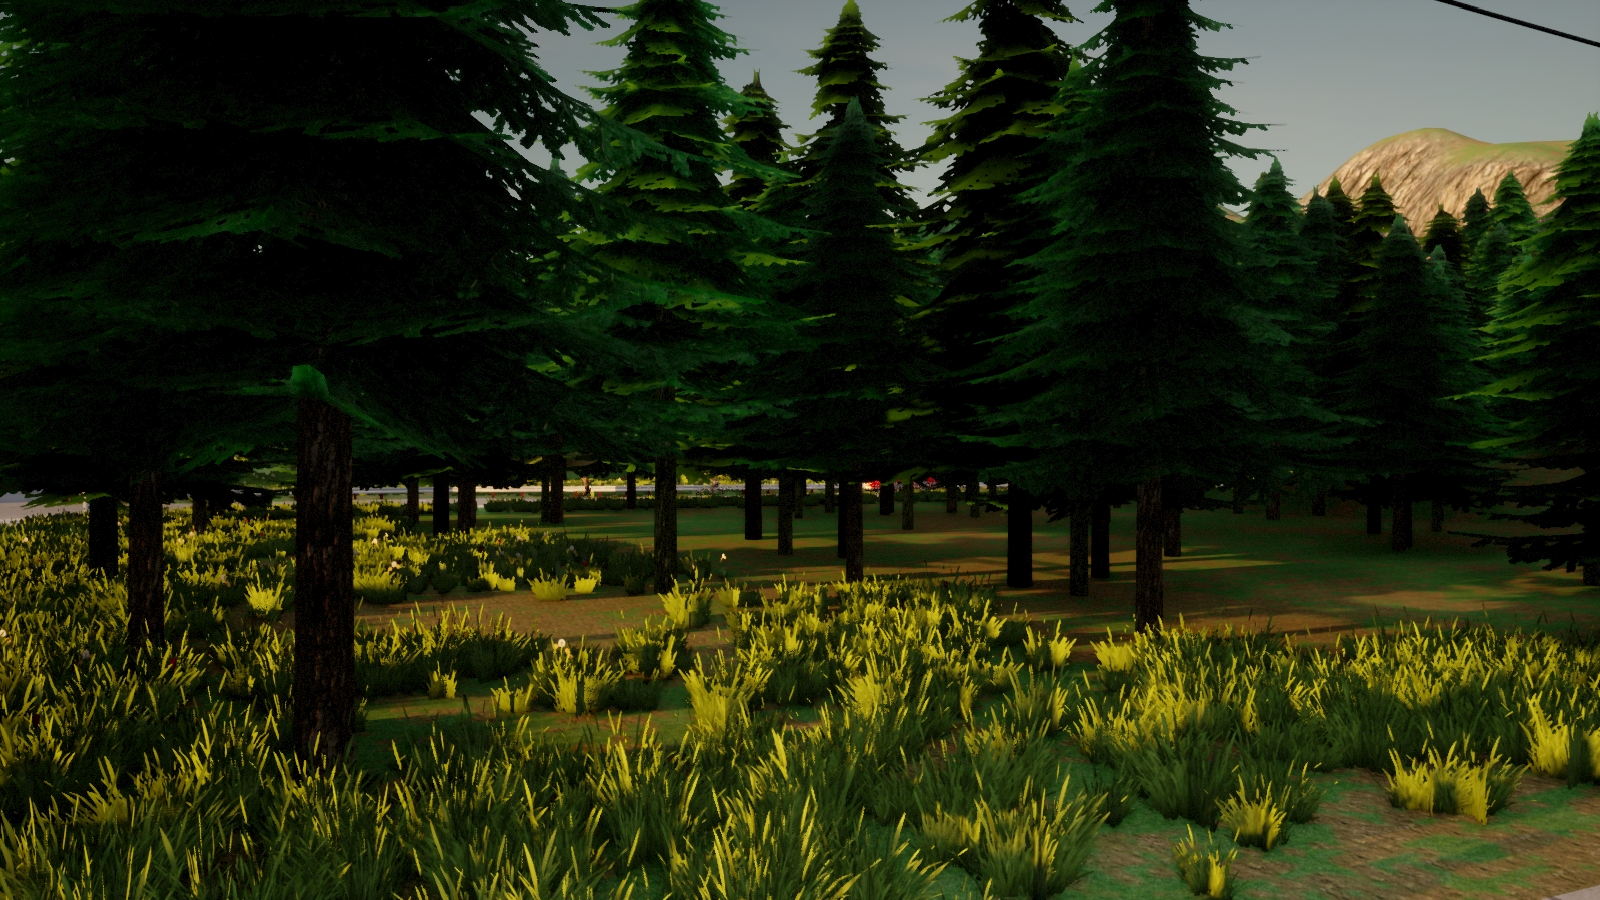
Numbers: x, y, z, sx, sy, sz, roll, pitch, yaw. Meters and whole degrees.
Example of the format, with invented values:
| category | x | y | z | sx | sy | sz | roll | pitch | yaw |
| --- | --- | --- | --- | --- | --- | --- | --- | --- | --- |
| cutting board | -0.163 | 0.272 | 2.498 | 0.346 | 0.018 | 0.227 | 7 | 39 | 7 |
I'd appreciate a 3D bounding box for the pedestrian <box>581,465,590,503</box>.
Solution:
| category | x | y | z | sx | sy | sz | roll | pitch | yaw |
| --- | --- | --- | --- | --- | --- | --- | --- | --- | --- |
| pedestrian | -10.621 | 1.671 | 56.566 | 0.375 | 1.860 | 0.375 | 0 | 0 | -27 |
